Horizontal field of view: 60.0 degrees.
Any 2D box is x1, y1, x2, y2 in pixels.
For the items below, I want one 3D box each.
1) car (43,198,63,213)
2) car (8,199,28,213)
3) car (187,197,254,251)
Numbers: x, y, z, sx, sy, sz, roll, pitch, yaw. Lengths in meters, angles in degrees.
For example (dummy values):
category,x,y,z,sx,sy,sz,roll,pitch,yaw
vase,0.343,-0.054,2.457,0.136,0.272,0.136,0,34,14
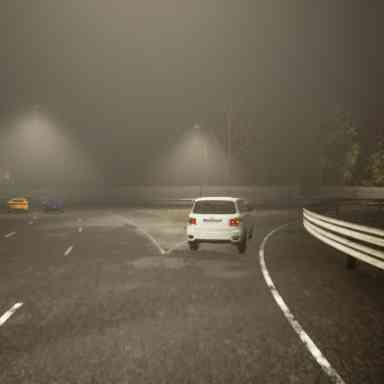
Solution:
category,x,y,z,sx,sy,sz,roll,pitch,yaw
car,-15.794,1.485,37.786,1.882,1.535,5.008,0,0,-27
car,-19.652,1.486,37.584,1.882,1.535,5.008,0,0,-28
car,1.375,1.224,14.321,2.150,2.045,5.566,0,0,14
